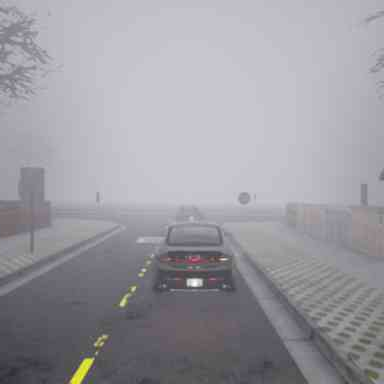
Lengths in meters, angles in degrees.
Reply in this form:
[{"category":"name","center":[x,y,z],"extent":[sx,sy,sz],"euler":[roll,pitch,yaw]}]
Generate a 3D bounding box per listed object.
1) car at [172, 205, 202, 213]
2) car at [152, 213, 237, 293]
[{"category":"car","center":[-0.331,1.620,23.327],"extent":[1.994,1.385,4.181],"euler":[0,0,-8]},{"category":"car","center":[0.059,1.524,8.890],"extent":[1.837,1.490,4.892],"euler":[0,0,0]}]
